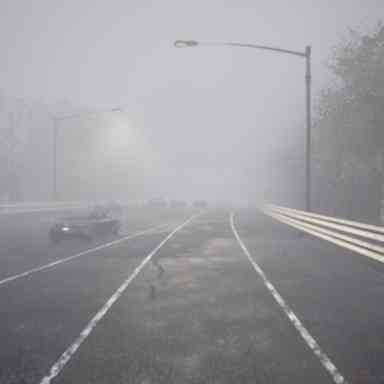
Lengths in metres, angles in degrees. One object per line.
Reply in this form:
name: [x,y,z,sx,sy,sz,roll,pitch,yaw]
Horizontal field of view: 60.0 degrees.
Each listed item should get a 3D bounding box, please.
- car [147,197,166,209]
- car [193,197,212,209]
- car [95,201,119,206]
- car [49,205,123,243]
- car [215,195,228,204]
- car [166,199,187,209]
car: [-5.442,1.629,52.058,2.097,1.767,4.553,0,0,11]
car: [1.423,1.782,50.722,1.882,1.535,5.008,0,0,11]
car: [-8.746,1.642,34.434,1.812,1.442,4.674,0,0,11]
car: [-5.025,1.575,16.206,1.994,1.385,4.181,1,0,11]
car: [6.889,1.927,79.865,2.097,1.767,4.553,0,0,11]
car: [-2.003,1.783,51.418,2.128,1.511,4.902,0,0,11]
